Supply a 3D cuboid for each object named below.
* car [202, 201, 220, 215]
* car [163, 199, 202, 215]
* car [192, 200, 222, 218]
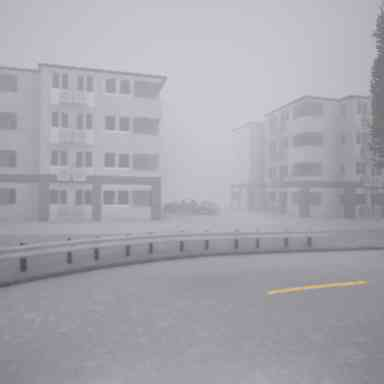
[{"bbox_3d":[1.642,1.553,34.300,1.853,1.218,4.536,1,0,15],"label":"car"},{"bbox_3d":[-1.134,1.424,33.967,3.633,1.501,1.845,1,0,-4],"label":"car"},{"bbox_3d":[1.653,1.711,34.350,2.038,1.542,4.974,1,0,15],"label":"car"}]
